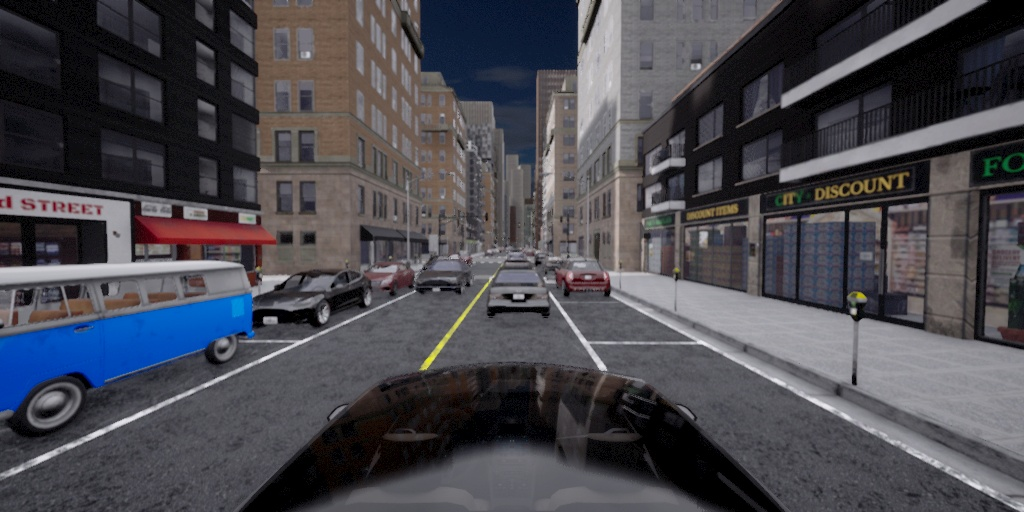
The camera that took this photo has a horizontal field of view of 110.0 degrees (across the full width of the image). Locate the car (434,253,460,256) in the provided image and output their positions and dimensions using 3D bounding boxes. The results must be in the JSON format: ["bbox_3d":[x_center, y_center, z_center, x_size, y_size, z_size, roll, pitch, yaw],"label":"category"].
[{"bbox_3d":[-5.406,0.608,27.022,1.948,1.339,4.313,0,0,1],"label":"car"}]

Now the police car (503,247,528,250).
[{"bbox_3d":[0.375,0.203,36.937,1.930,1.638,5.238,0,2,1],"label":"police car"}]

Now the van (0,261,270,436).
[{"bbox_3d":[-5.657,0.991,5.027,1.690,1.789,3.998,0,0,1],"label":"van"}]

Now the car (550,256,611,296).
[{"bbox_3d":[2.994,0.800,15.928,1.967,1.591,4.097,0,0,1],"label":"car"}]

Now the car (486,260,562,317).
[{"bbox_3d":[0.192,1.021,11.690,2.033,1.411,5.357,0,2,1],"label":"car"}]

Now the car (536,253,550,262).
[{"bbox_3d":[3.118,0.608,26.926,2.007,1.370,4.403,0,0,1],"label":"car"}]

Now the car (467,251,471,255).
[{"bbox_3d":[-5.281,0.181,38.020,1.967,1.591,4.097,0,0,1],"label":"car"}]

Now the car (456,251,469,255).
[{"bbox_3d":[-5.344,0.474,32.521,1.802,1.307,4.207,0,0,1],"label":"car"}]

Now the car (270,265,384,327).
[{"bbox_3d":[-5.594,1.063,10.526,1.948,1.339,4.313,0,0,1],"label":"car"}]

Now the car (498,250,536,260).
[{"bbox_3d":[0.340,0.598,25.020,2.128,1.511,4.902,0,2,1],"label":"car"}]

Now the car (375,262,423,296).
[{"bbox_3d":[-5.531,0.928,16.025,1.802,1.307,4.207,0,0,1],"label":"car"}]

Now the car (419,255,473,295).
[{"bbox_3d":[-2.954,0.877,16.747,2.033,1.411,5.357,0,2,1],"label":"car"}]
